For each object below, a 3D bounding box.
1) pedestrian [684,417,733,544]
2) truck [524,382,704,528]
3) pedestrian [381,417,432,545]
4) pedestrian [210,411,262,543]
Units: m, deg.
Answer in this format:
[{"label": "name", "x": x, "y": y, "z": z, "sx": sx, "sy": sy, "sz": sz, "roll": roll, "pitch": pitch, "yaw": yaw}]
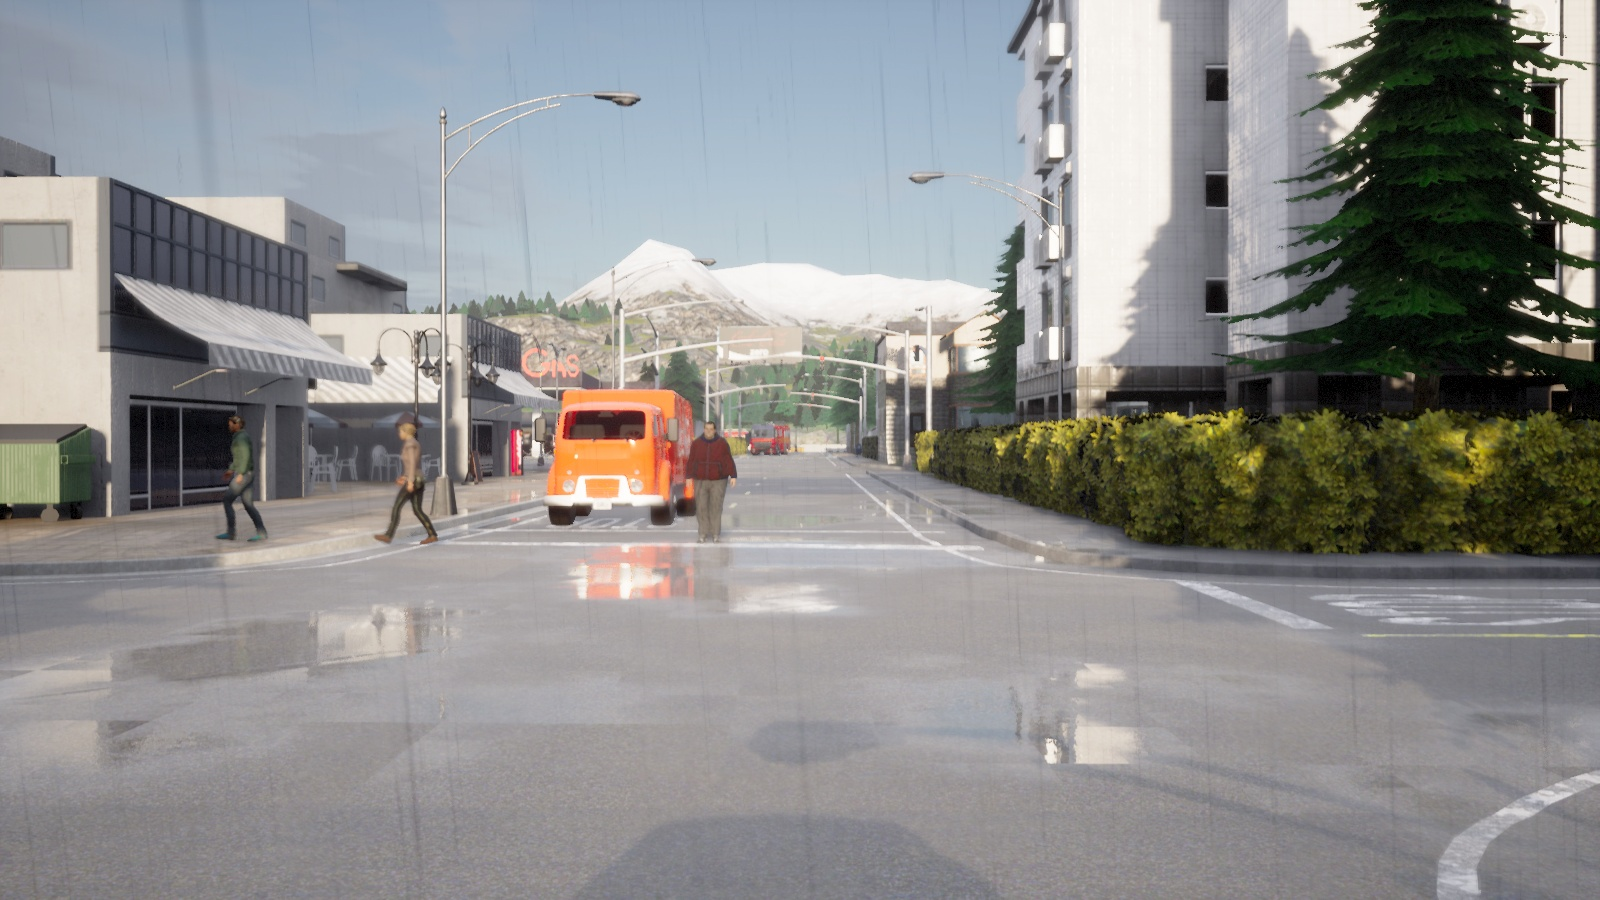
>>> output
[{"label": "pedestrian", "x": -1.349, "y": 0.434, "z": 18.664, "sx": 0.634, "sy": 1.844, "sz": 0.899, "roll": 0, "pitch": 0, "yaw": 2}, {"label": "truck", "x": -3.345, "y": 0.118, "z": 23.829, "sx": 2.627, "sy": 2.467, "sz": 5.204, "roll": 0, "pitch": -1, "yaw": 0}, {"label": "pedestrian", "x": -5.722, "y": 0.447, "z": 18.275, "sx": 0.634, "sy": 1.846, "sz": 0.331, "roll": 0, "pitch": 0, "yaw": 2}, {"label": "pedestrian", "x": -8.025, "y": 0.381, "z": 17.879, "sx": 0.614, "sy": 1.847, "sz": 0.353, "roll": 0, "pitch": 0, "yaw": -14}]
